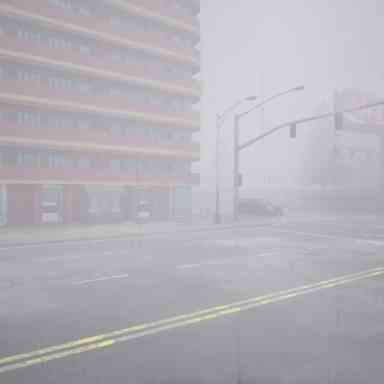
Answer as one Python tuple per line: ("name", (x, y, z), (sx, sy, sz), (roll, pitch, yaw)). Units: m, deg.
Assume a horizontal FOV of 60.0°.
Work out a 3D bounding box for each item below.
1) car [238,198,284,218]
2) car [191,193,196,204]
("car", (6.277, 1.352, 30.696), (2.097, 1.767, 4.553), (0, 0, -34))
("car", (-1.456, 1.221, 61.344), (2.150, 2.045, 5.566), (0, 0, -34))
